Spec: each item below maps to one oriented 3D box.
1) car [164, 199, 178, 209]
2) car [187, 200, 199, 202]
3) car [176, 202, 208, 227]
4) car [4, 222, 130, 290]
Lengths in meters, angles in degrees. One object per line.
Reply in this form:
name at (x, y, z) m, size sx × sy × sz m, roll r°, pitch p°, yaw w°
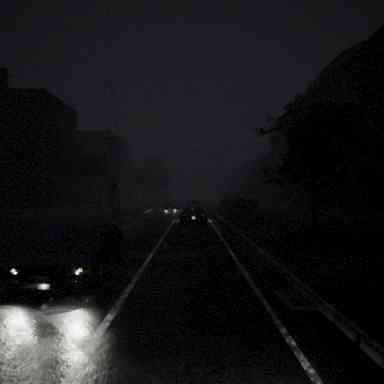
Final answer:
car at (-3.066, 1.809, 49.727) m, size 2.033 × 1.411 × 5.357 m, roll 0°, pitch 0°, yaw 0°
car at (0.112, 1.709, 41.314) m, size 1.837 × 1.490 × 4.892 m, roll 0°, pitch 0°, yaw 0°
car at (0.107, 1.687, 23.994) m, size 1.994 × 1.385 × 4.181 m, roll 0°, pitch 0°, yaw 0°
car at (-3.091, 1.606, 9.593) m, size 2.033 × 1.411 × 5.357 m, roll 0°, pitch 0°, yaw 0°
